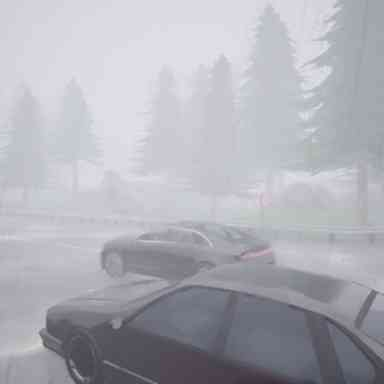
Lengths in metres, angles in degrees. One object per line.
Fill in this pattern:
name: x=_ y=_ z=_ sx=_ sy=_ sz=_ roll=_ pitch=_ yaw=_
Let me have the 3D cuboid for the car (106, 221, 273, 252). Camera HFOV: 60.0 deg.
car: x=-0.306 y=1.509 z=8.510 sx=4.902 sy=1.511 sz=2.128 roll=0 pitch=0 yaw=35

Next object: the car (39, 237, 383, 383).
car: x=0.597 y=1.553 z=3.566 sx=5.357 sy=1.411 sz=2.033 roll=0 pitch=0 yaw=35
